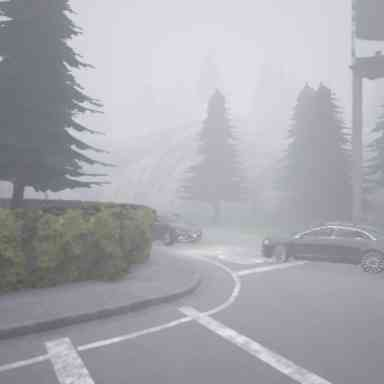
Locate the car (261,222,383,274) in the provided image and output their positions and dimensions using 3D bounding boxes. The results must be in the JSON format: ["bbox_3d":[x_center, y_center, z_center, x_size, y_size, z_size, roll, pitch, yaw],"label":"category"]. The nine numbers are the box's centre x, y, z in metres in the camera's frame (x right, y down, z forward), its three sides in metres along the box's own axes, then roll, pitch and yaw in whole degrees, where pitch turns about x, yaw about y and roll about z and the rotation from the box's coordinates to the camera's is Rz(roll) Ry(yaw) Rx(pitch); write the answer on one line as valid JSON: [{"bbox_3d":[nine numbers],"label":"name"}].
[{"bbox_3d":[4.935,1.831,11.837,4.902,1.511,2.128,-1,1,34],"label":"car"}]

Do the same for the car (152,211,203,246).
[{"bbox_3d":[-1.474,1.825,17.536,1.837,1.490,4.892,1,-1,-42],"label":"car"}]
